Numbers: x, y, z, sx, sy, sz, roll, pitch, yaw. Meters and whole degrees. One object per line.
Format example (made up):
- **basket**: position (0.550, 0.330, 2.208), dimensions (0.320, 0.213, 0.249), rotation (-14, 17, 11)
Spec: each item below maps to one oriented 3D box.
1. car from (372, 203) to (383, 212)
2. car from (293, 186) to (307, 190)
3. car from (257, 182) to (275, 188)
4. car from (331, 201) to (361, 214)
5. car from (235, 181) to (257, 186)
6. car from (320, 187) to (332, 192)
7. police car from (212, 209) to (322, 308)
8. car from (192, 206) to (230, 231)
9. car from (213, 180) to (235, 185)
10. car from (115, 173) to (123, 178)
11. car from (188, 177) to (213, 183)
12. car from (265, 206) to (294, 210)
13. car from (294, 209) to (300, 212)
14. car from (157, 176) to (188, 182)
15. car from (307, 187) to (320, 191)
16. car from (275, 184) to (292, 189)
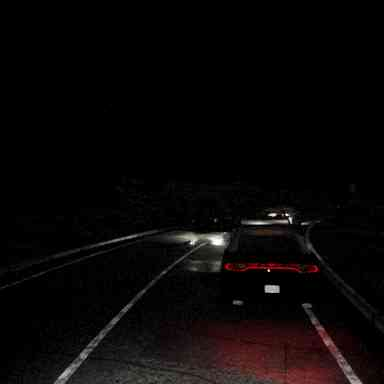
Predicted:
- **car**: position (28.378, 2.230, 48.632), dimensions (4.181, 1.385, 1.994), rotation (0, -4, -29)
- **car**: position (24.103, -0.685, 78.246), dimensions (4.674, 1.452, 2.002), rotation (3, -6, -36)
- **car**: position (14.917, -1.372, 71.789), dimensions (4.553, 1.767, 2.185), rotation (3, -5, -33)
- **car**: position (19.312, 1.880, 41.746), dimensions (4.553, 1.767, 2.097), rotation (1, -4, -41)
- **car**: position (10.304, -1.492, 68.751), dimensions (5.008, 1.535, 2.097), rotation (3, -5, -32)
- **car**: position (32.852, -0.284, 84.996), dimensions (4.553, 1.767, 2.185), rotation (4, -6, -38)
- **police car**: position (1.782, 1.454, 8.186), dimensions (1.930, 1.638, 5.238), rotation (-1, 0, 10)
- **car**: position (1.629, 1.754, 22.517), dimensions (1.882, 1.535, 5.008), rotation (-2, -2, 23)
- **car**: position (5.605, -1.689, 65.806), dimensions (4.674, 1.452, 2.002), rotation (3, -5, -31)
- **car**: position (-13.444, -2.644, 54.823), dimensions (4.553, 1.767, 2.185), rotation (2, -5, -30)
- **car**: position (0.845, -1.953, 62.968), dimensions (4.892, 1.521, 2.231), rotation (2, -5, -30)
- **car**: position (4.181, 1.567, 17.514), dimensions (1.801, 1.575, 5.366), rotation (-2, -1, 19)
- **car**: position (6.261, 1.701, 22.648), dimensions (1.812, 1.442, 4.674), rotation (-2, -2, 25)
- **car**: position (-3.943, -2.151, 60.229), dimensions (4.892, 1.521, 2.231), rotation (2, -5, -30)
- **car**: position (28.430, -0.460, 81.504), dimensions (4.892, 1.521, 2.231), rotation (3, -6, -37)
- **car**: position (19.626, -0.955, 75.028), dimensions (4.792, 1.488, 2.163), rotation (3, -6, -35)
